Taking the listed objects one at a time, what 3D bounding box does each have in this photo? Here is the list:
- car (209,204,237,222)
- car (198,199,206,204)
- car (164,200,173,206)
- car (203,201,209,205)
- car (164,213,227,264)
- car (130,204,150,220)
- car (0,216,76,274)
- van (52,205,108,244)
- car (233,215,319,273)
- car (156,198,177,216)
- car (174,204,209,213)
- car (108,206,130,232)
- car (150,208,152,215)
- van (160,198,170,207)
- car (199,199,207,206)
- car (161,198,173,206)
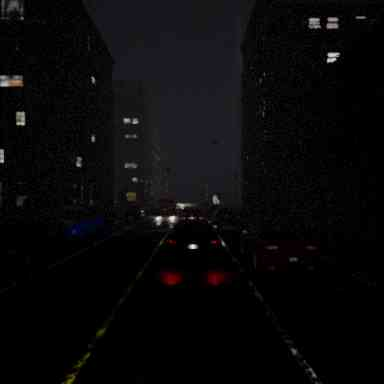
[{"bbox_3d":[2.691,1.911,27.635,1.947,1.339,4.313,0,-1,0],"label":"car"},{"bbox_3d":[2.680,2.486,71.083,1.802,1.307,4.206,0,-1,0],"label":"car"},{"bbox_3d":[-5.704,2.594,82.138,1.887,1.381,4.507,0,-1,0],"label":"car"},{"bbox_3d":[2.688,2.050,38.681,1.947,1.339,4.313,0,-1,0],"label":"car"},{"bbox_3d":[0.045,1.721,12.508,1.994,1.385,4.181,0,-1,0],"label":"car"},{"bbox_3d":[-5.692,1.980,33.168,1.947,1.339,4.313,0,-1,0],"label":"car"},{"bbox_3d":[-5.686,1.704,11.076,1.947,1.339,4.313,0,-1,0],"label":"car"},{"bbox_3d":[-5.686,1.548,16.602,1.690,1.788,3.998,0,-1,0],"label":"van"},{"bbox_3d":[2.695,1.683,11.066,1.887,1.381,4.507,0,-1,0],"label":"car"},{"bbox_3d":[-3.044,1.728,40.328,2.150,2.045,5.566,0,-1,1],"label":"car"},{"bbox_3d":[0.020,1.861,25.119,2.033,1.411,5.357,0,-1,1],"label":"car"},{"bbox_3d":[-5.689,1.820,22.122,1.887,1.381,4.507,0,-1,0],"label":"car"},{"bbox_3d":[-5.693,2.066,38.691,1.802,1.307,4.206,0,-1,0],"label":"car"},{"bbox_3d":[-5.699,2.245,71.086,1.690,1.788,3.998,0,-1,0],"label":"van"},{"bbox_3d":[2.678,2.489,82.140,1.967,1.590,4.097,0,-1,0],"label":"car"},{"bbox_3d":[-5.700,2.291,76.613,2.192,1.841,5.009,0,-1,0],"label":"car"}]
